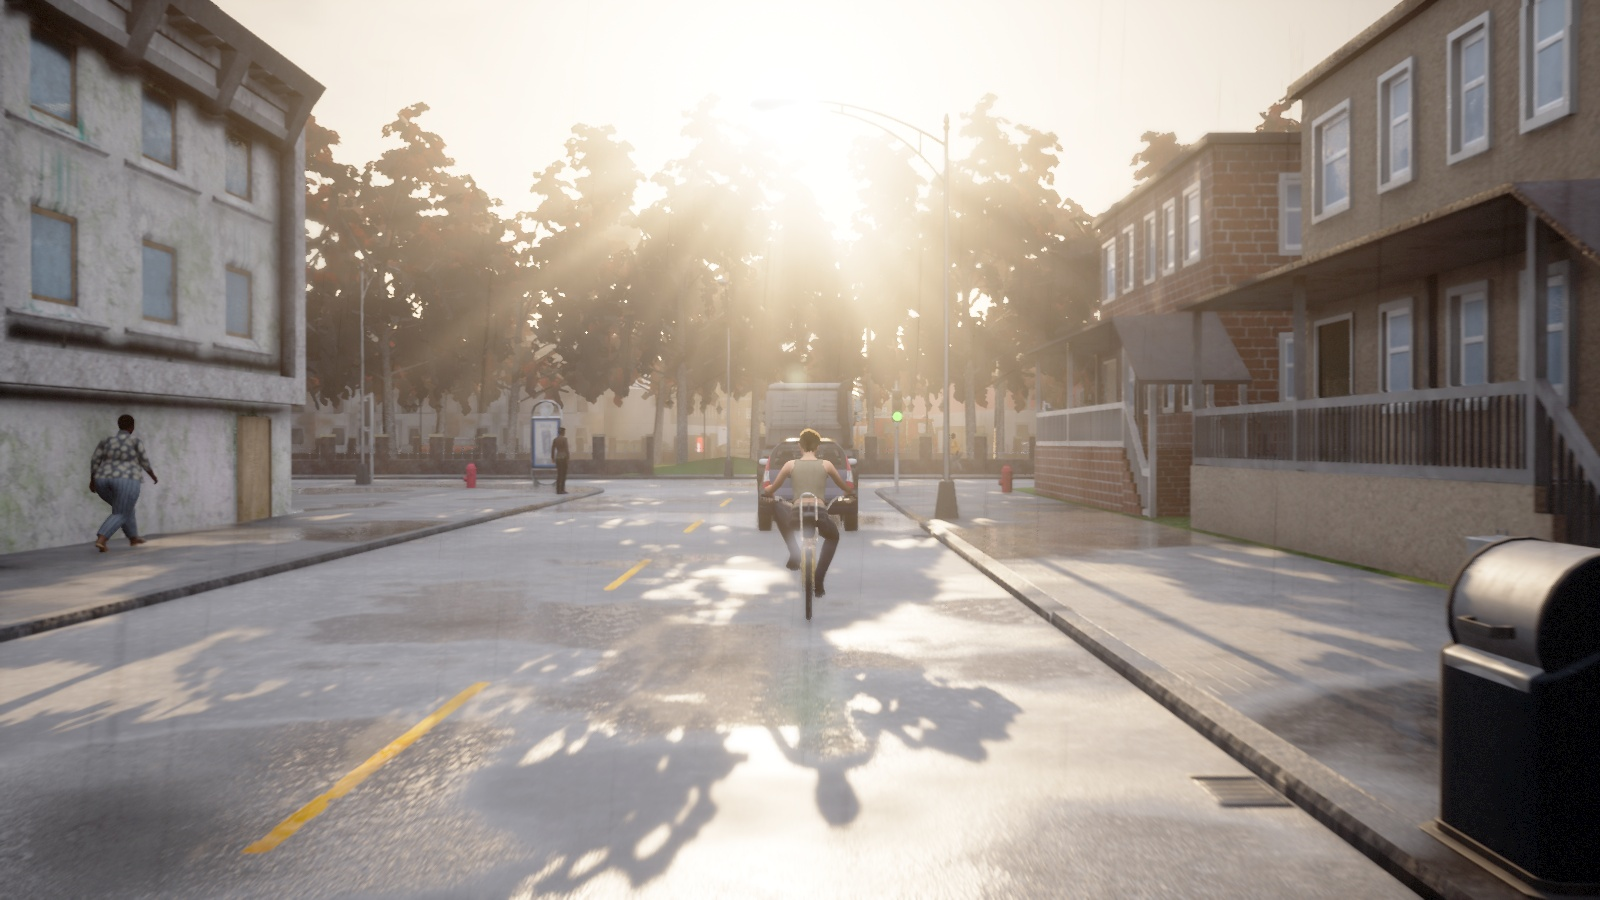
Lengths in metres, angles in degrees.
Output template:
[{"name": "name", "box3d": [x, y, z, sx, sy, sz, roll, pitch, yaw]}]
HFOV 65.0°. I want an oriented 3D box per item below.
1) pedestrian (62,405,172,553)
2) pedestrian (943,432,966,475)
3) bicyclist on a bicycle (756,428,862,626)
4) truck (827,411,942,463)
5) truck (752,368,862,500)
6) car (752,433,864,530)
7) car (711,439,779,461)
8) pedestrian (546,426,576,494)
[{"name": "pedestrian", "box3d": [-8.822, 0.357, 16.249, 0.874, 1.855, 0.900, 0, 0, 9]}, {"name": "pedestrian", "box3d": [6.695, 0.153, 54.544, 0.900, 1.855, 0.874, 0, 0, 0]}, {"name": "bicyclist on a bicycle", "box3d": [0.077, 0.621, 10.983, 0.866, 1.612, 1.509, 0, 0, 0]}, {"name": "truck", "box3d": [6.293, -0.947, 94.486, 8.468, 3.827, 2.891, 0, 0, 0]}, {"name": "truck", "box3d": [0.276, -0.445, 37.119, 2.891, 3.462, 7.936, 0, 0, 1]}, {"name": "car", "box3d": [0.142, 0.516, 22.859, 1.851, 1.617, 3.988, 0, 0, 0]}, {"name": "car", "box3d": [-4.097, -0.013, 94.543, 5.027, 1.651, 2.152, 0, 0, 1]}, {"name": "pedestrian", "box3d": [-6.471, 0.259, 34.011, 0.328, 1.805, 0.869, 0, 0, 30]}]
